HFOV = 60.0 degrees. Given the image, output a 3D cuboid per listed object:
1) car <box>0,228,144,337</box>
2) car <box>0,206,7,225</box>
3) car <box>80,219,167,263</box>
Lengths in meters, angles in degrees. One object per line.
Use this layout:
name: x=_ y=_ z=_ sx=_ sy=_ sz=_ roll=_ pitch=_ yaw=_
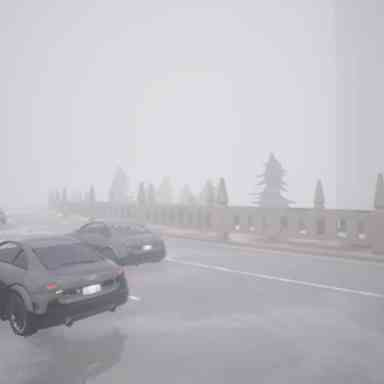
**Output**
car: x=-3.193 y=1.583 z=6.804 sx=4.181 sy=1.385 sz=1.994 roll=0 pitch=0 yaw=40
car: x=-14.760 y=1.616 z=24.263 sx=2.033 sy=1.411 sz=5.357 roll=0 pitch=0 yaw=-36
car: x=-2.807 y=1.598 z=11.093 sx=4.181 sy=1.385 sz=1.994 roll=0 pitch=0 yaw=42
